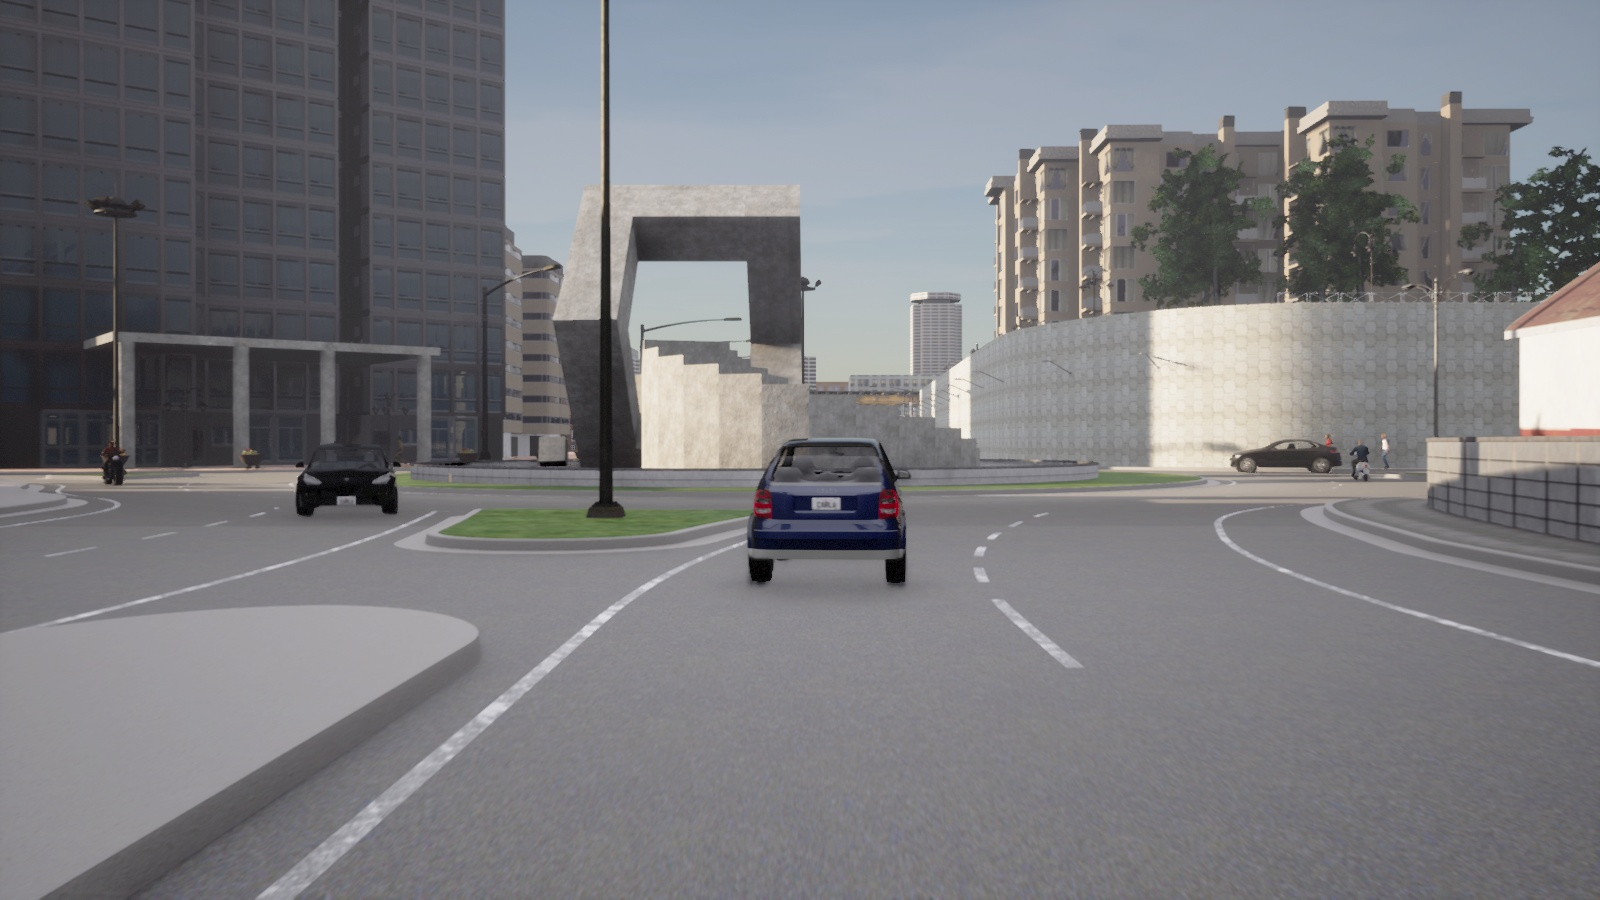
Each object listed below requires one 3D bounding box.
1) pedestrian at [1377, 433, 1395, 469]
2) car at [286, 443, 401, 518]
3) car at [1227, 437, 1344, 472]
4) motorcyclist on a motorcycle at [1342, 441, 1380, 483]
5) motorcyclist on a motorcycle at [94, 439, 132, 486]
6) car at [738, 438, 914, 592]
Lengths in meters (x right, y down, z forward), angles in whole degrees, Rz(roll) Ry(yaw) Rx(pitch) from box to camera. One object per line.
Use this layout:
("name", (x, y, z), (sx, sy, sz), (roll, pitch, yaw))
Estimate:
("pedestrian", (29.941, 0.063, 64.160), (0.706, 1.836, 0.354), (0, 0, -1))
("car", (-9.894, 0.583, 27.516), (2.163, 1.488, 4.792), (0, 0, -18))
("car", (23.334, 0.202, 60.567), (5.027, 1.651, 2.152), (0, 0, 15))
("motorcyclist on a motorcycle", (21.721, 0.443, 48.645), (0.866, 1.590, 1.817), (0, 0, 9))
("motorcyclist on a motorcycle", (-24.540, 0.424, 44.833), (0.766, 1.649, 2.350), (-1, 1, -39))
("car", (0.411, 0.643, 14.596), (1.789, 1.549, 3.705), (0, 0, 5))
